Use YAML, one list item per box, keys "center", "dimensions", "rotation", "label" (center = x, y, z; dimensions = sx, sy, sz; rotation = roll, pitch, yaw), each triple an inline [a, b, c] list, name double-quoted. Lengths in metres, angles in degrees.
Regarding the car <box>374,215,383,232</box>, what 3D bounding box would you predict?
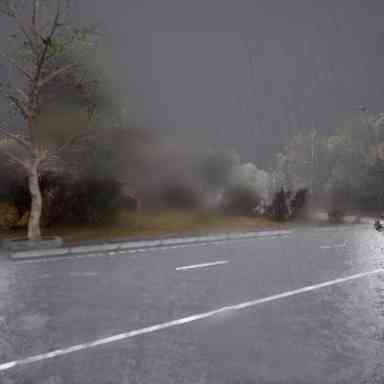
- center: [14.405, 2.015, 22.763]
  dimensions: [4.902, 1.511, 2.128]
  rotation: [3, -2, -35]
  label: "car"
